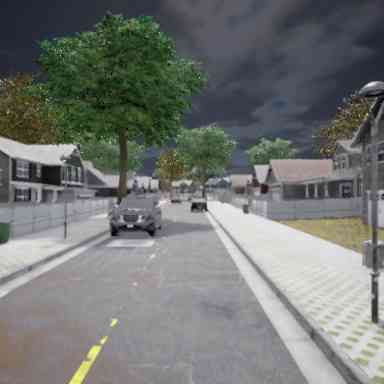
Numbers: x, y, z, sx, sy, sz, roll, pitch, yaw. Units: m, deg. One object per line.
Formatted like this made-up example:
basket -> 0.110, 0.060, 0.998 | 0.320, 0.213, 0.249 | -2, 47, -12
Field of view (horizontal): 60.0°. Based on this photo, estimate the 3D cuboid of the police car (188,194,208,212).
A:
police car -> 0.823, 1.392, 38.830 | 1.930, 1.638, 5.238 | 0, 0, 0

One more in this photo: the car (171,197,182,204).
car -> -2.787, 1.525, 59.587 | 1.895, 1.301, 4.718 | 0, 0, 1

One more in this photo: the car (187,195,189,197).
car -> -0.005, 1.277, 73.509 | 2.128, 1.511, 4.902 | 0, 0, 0

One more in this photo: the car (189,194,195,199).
car -> -0.005, 1.250, 91.027 | 1.812, 1.442, 4.674 | 0, 0, 0

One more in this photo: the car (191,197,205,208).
car -> 0.821, 1.453, 48.723 | 1.837, 1.490, 4.892 | 0, 0, 0

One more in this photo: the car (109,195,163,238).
car -> -2.850, 1.217, 18.118 | 2.150, 2.045, 5.566 | 0, 0, 0
